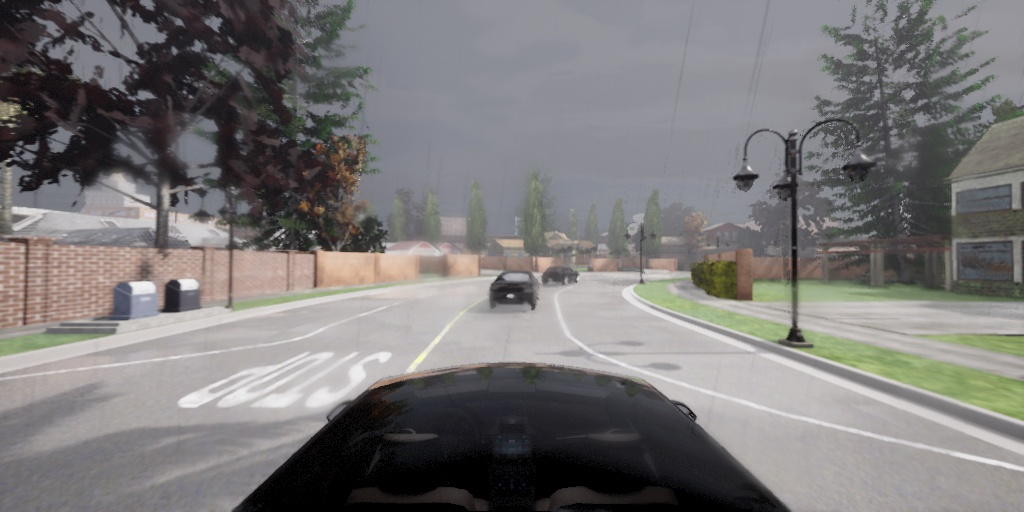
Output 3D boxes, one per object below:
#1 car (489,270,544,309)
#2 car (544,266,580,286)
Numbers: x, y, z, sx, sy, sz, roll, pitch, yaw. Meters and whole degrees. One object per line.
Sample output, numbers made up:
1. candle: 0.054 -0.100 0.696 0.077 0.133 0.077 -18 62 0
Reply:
1. car: 0.259 1.377 15.994 1.882 1.535 5.008 0 0 7
2. car: 4.036 1.546 28.917 1.837 1.490 4.892 -1 0 28
